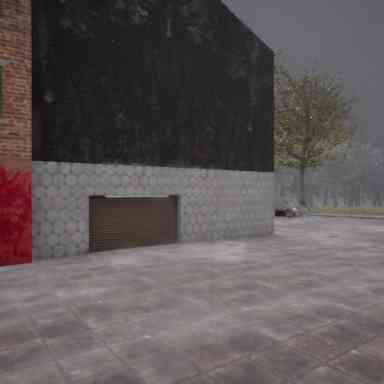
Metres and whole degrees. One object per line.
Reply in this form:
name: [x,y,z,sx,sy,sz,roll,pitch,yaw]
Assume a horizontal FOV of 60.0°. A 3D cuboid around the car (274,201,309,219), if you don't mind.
car: [8.947,1.646,32.217,2.097,1.767,4.553,0,-1,-35]
